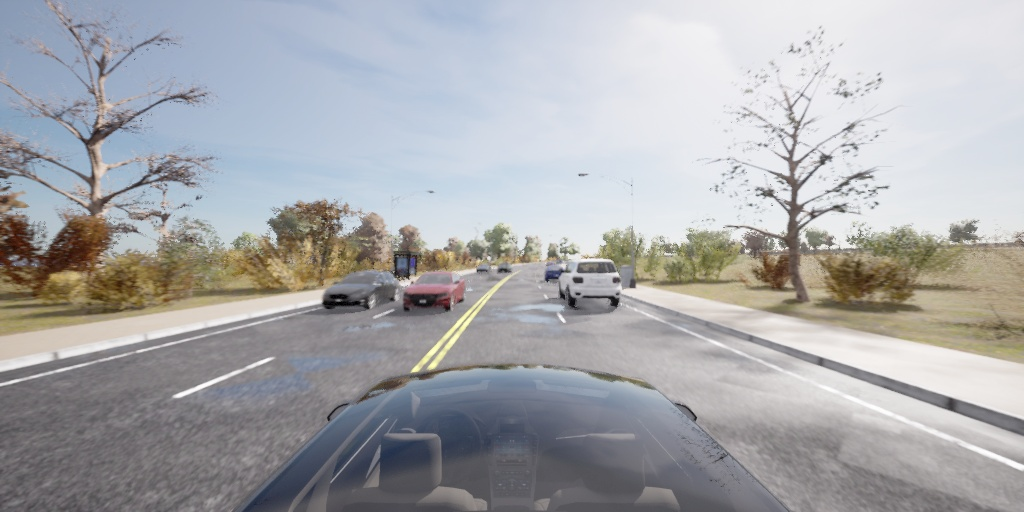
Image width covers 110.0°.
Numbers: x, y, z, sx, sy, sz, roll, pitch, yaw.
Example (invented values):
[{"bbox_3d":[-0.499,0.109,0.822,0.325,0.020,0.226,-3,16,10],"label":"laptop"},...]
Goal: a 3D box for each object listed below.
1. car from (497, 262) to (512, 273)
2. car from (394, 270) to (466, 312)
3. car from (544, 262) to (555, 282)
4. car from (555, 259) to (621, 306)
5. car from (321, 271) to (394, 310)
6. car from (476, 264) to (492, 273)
[{"bbox_3d":[-1.138,1.788,56.753,2.097,1.767,4.553,0,-1,5],"label":"car"},{"bbox_3d":[-3.193,1.411,15.547,1.882,1.535,5.008,0,-1,1],"label":"car"},{"bbox_3d":[4.174,1.663,35.083,1.882,1.535,5.008,0,-1,3],"label":"car"},{"bbox_3d":[3.537,1.179,17.116,2.150,2.045,5.566,0,-1,1],"label":"car"},{"bbox_3d":[-6.435,1.439,15.840,1.837,1.490,4.892,0,-1,1],"label":"car"},{"bbox_3d":[-4.383,1.986,56.959,2.033,1.411,5.357,0,-1,5],"label":"car"}]
